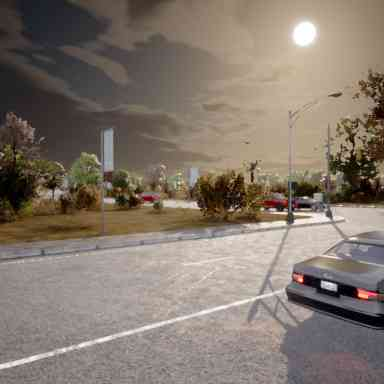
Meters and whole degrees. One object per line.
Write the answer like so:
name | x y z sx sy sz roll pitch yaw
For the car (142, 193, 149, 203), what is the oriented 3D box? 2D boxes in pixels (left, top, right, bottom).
car | -10.390 1.395 60.015 2.033 1.411 5.357 -1 0 -38

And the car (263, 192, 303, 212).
car | 8.752 1.058 36.284 2.150 2.045 5.566 -1 0 -37

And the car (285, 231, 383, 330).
car | 4.204 1.527 6.774 5.357 1.411 2.033 0 0 -36

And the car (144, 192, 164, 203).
car | -7.352 1.046 61.815 2.150 2.045 5.566 -1 0 -38

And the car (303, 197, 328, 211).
car | 12.631 1.302 37.022 2.128 1.511 4.902 -1 0 -39
